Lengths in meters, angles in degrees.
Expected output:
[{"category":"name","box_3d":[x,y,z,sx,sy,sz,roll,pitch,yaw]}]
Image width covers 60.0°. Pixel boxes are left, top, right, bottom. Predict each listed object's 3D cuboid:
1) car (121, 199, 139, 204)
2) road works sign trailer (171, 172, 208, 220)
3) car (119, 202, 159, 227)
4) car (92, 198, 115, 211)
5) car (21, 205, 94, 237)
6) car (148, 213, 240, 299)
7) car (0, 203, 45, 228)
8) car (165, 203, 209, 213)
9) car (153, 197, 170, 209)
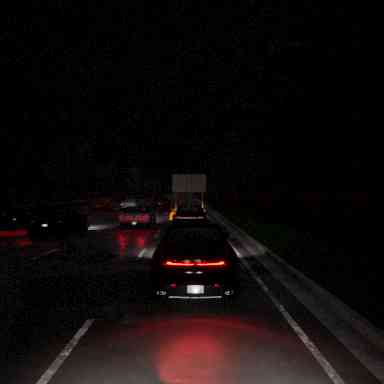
[{"category":"car","box_3d":[-7.228,1.526,39.126,1.812,1.442,4.674,0,0,0]},{"category":"road works sign trailer","box_3d":[-0.190,0.464,22.677,2.380,3.560,2.880,0,0,-3]},{"category":"car","box_3d":[-3.574,1.600,22.554,1.895,1.301,4.718,0,0,-1]},{"category":"car","box_3d":[-10.738,1.478,40.642,1.882,1.535,5.008,0,0,-1]},{"category":"car","box_3d":[-7.033,1.564,17.879,1.994,1.385,4.181,0,0,-1]},{"category":"car","box_3d":[0.046,1.505,8.417,1.837,1.490,4.892,0,0,0]},{"category":"car","box_3d":[-10.572,1.477,22.310,1.882,1.535,5.008,0,0,-1]},{"category":"car","box_3d":[-0.074,1.488,18.807,2.128,1.511,4.902,0,0,1]},{"category":"car","box_3d":[-3.736,1.356,40.361,2.097,1.767,4.553,0,0,-1]}]
